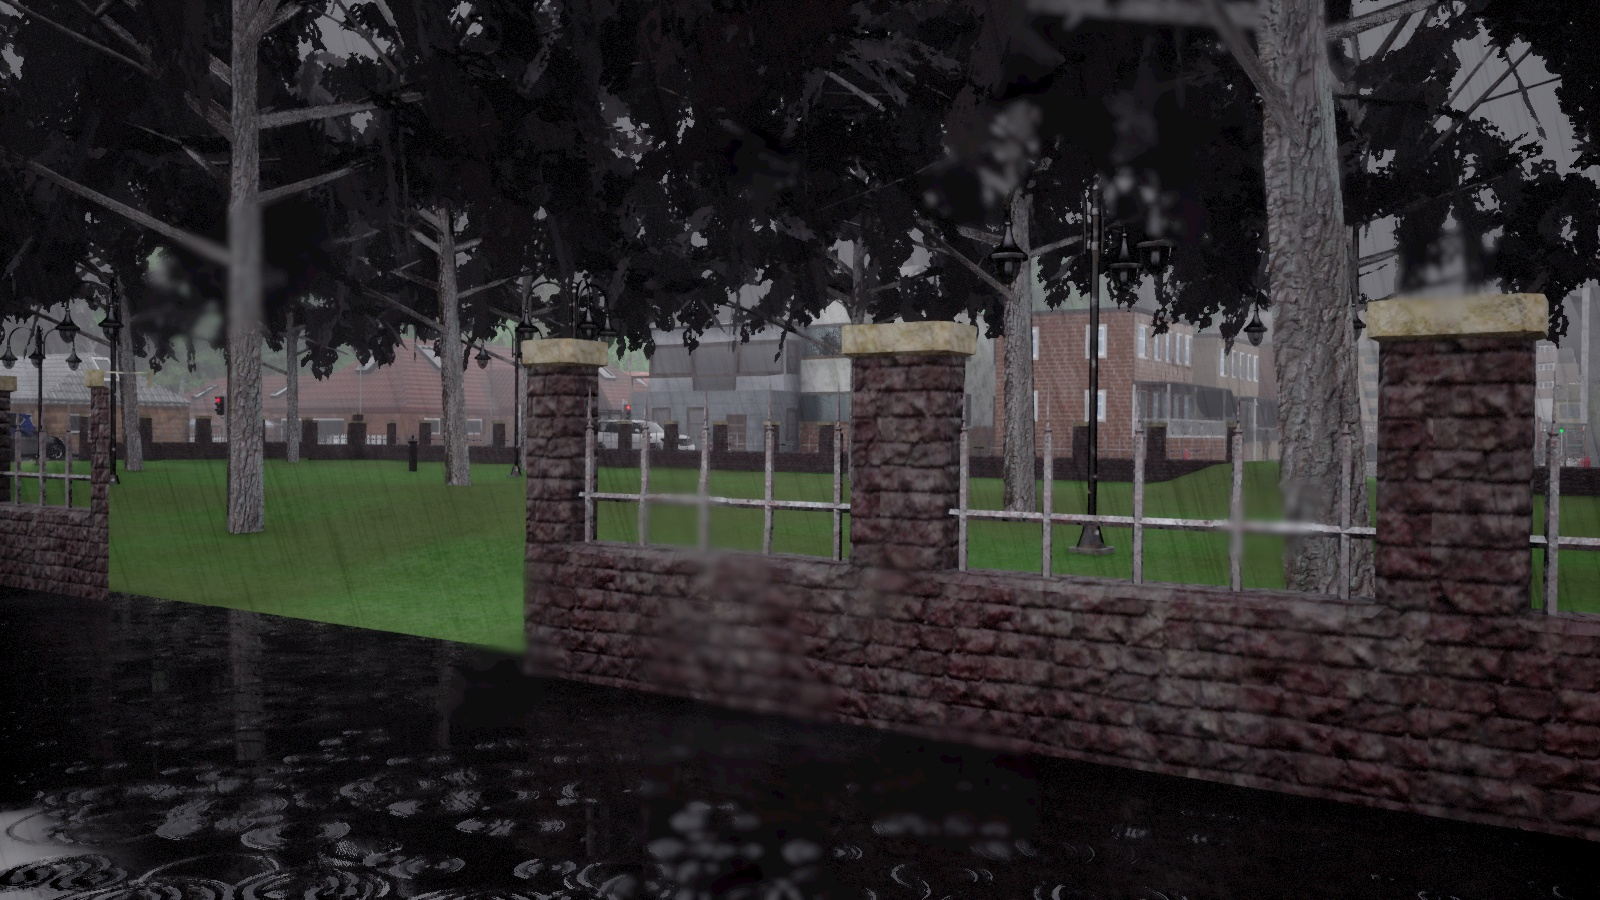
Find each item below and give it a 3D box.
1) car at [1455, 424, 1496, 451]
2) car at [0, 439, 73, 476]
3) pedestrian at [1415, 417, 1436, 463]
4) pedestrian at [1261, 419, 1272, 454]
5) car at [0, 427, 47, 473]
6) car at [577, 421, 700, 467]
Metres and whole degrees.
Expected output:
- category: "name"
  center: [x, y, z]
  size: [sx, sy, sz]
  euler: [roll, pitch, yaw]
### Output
- category: "car"
  center: [40.686, -0.771, 75.580]
  size: [1.851, 1.617, 3.988]
  euler: [0, 1, 33]
- category: "car"
  center: [-33.263, 0.317, 53.399]
  size: [1.845, 1.501, 3.633]
  euler: [0, 1, 32]
- category: "pedestrian"
  center: [26.369, -0.435, 52.956]
  size: [0.692, 1.930, 0.396]
  euler: [0, 1, 13]
- category: "pedestrian"
  center: [26.078, -0.754, 70.258]
  size: [0.396, 1.930, 0.692]
  euler: [0, 1, 37]
- category: "car"
  center: [-36.748, 0.026, 55.470]
  size: [2.150, 2.045, 5.566]
  euler: [0, 1, 34]
- category: "car"
  center: [-7.589, -0.284, 58.785]
  size: [5.566, 2.045, 2.150]
  euler: [0, 1, 31]
